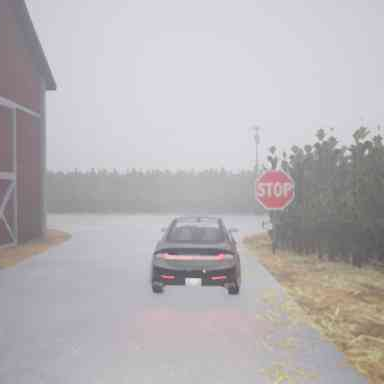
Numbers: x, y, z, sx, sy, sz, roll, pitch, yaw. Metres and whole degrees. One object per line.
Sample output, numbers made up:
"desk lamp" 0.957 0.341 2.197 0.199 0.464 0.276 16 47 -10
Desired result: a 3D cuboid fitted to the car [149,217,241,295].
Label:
"car" 0.163 1.377 8.458 2.128 1.511 4.902 0 1 3
